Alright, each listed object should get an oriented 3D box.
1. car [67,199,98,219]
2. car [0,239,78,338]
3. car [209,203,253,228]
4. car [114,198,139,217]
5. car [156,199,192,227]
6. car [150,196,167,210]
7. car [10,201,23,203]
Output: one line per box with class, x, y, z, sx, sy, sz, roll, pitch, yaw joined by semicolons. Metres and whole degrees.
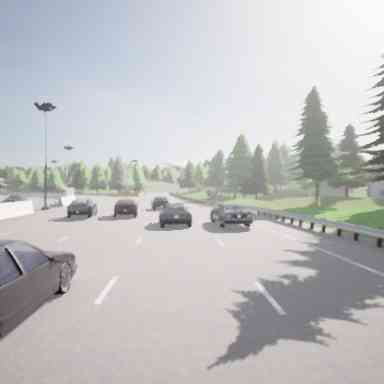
car;-9.025;1.321;27.644;2.128;1.511;4.902;0;0;-8
car;-3.557;1.515;5.499;2.033;1.411;5.357;0;0;-2
car;2.378;1.402;21.235;2.033;1.411;5.357;0;0;-6
car;-5.672;1.293;28.895;1.882;1.535;5.008;0;0;-8
car;-1.150;1.427;21.737;1.994;1.385;4.181;0;0;-7
car;-3.730;1.263;38.771;1.837;1.490;4.892;0;0;-11
car;-22.531;1.100;42.632;2.097;1.767;4.553;0;1;-13
